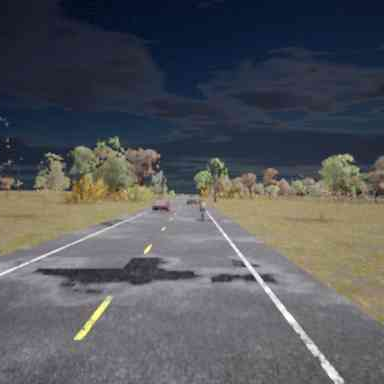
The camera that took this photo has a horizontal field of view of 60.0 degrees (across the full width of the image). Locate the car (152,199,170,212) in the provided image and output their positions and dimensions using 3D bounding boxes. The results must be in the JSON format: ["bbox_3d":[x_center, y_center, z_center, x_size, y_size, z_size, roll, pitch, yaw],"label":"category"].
[{"bbox_3d":[-3.605,1.555,39.331,1.882,1.535,5.008,0,0,0],"label":"car"}]

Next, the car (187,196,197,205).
[{"bbox_3d":[0.010,1.647,62.536,1.812,1.442,4.674,0,0,1],"label":"car"}]

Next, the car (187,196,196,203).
[{"bbox_3d":[-0.026,1.687,76.310,2.033,1.411,5.357,0,0,0],"label":"car"}]

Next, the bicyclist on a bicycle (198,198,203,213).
[{"bbox_3d":[0.949,1.529,38.492,0.582,1.620,1.656,0,0,0],"label":"bicyclist on a bicycle"}]

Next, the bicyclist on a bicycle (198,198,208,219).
[{"bbox_3d":[0.966,1.494,28.746,0.866,1.612,1.509,0,0,0],"label":"bicyclist on a bicycle"}]
